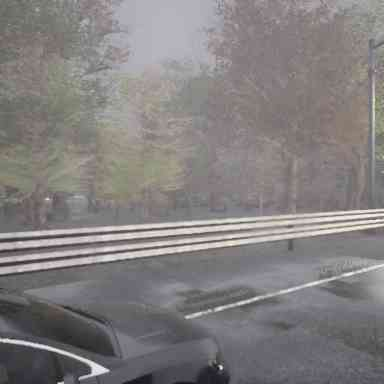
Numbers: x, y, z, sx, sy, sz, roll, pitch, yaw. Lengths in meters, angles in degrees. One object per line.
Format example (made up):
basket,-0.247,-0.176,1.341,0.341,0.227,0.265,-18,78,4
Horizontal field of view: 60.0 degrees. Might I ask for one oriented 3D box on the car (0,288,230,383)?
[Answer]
car,-1.888,1.504,2.399,4.892,1.490,1.837,0,0,-35
